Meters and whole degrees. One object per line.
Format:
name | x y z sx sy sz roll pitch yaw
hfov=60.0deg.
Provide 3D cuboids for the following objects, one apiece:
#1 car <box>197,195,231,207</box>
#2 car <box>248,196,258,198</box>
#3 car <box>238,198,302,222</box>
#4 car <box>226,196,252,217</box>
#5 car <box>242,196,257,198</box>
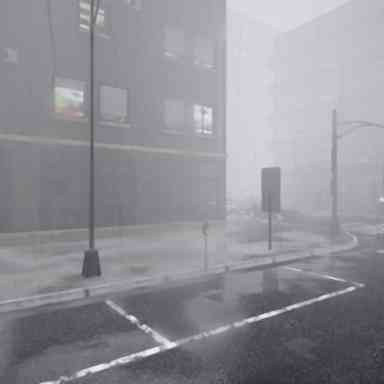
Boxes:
car | 2.738 1.156 42.309 2.008 1.369 4.403 1 0 -36
car | 6.023 1.122 37.813 1.967 1.590 4.097 1 0 -36
car | 5.800 1.367 23.905 2.008 1.369 4.403 1 0 -36
car | 2.618 1.266 28.264 1.752 1.417 4.829 1 0 -36
car | 3.613 1.322 31.274 1.895 1.301 4.718 0 1 -36
